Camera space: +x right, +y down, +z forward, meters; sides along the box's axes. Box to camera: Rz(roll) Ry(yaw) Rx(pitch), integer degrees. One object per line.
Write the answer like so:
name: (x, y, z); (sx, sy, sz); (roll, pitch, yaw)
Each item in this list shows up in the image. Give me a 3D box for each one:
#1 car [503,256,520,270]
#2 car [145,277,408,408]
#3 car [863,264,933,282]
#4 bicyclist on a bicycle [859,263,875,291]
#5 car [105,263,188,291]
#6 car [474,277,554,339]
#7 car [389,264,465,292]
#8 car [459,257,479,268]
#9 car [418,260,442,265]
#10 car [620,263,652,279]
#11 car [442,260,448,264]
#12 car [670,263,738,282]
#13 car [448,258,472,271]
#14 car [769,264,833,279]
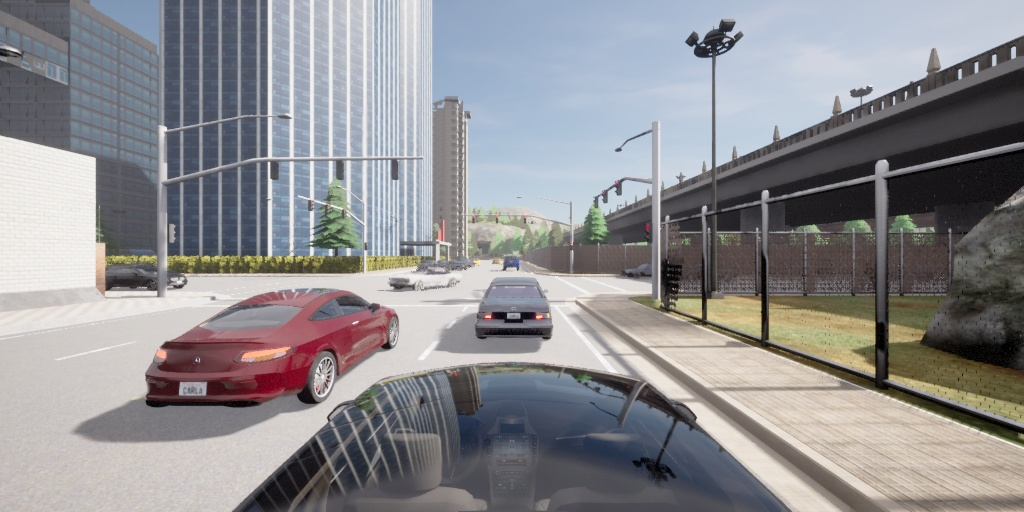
car: (-0.077, 0.971, 51.382); (2.150, 2.045, 5.566); (0, 0, 1)
car: (-3.449, 1.276, 6.193); (1.812, 1.442, 4.674); (0, 0, 0)
car: (31.433, 1.331, 29.208); (4.674, 1.442, 1.812); (0, 0, 0)
bicyclist on a bicycle: (18.267, 1.106, 18.188); (0.582, 1.620, 1.656); (0, 0, 0)
car: (-22.583, 1.331, 21.823); (4.674, 1.442, 1.812); (0, 0, 0)
car: (0.079, 1.297, 10.013); (2.033, 1.411, 5.357); (0, 0, 1)
car: (-5.258, 1.375, 22.023); (1.895, 1.301, 4.718); (0, 0, 31)
car: (-7.182, 1.297, 58.765); (2.033, 1.411, 5.357); (0, 0, 0)
car: (-10.677, 1.255, 45.754); (1.837, 1.490, 4.892); (0, 0, 0)
car: (12.722, 1.353, 32.648); (5.357, 1.411, 2.033); (0, 0, 0)
car: (-10.690, 1.276, 54.993); (1.812, 1.442, 4.674); (0, 0, 0)
car: (15.665, 1.297, 29.161); (4.902, 1.511, 2.128); (0, 0, 0)
car: (-7.177, 1.314, 49.527); (1.994, 1.385, 4.181); (0, 0, 0)
car: (26.235, 1.406, 32.702); (4.718, 1.301, 1.895); (0, 0, 0)
